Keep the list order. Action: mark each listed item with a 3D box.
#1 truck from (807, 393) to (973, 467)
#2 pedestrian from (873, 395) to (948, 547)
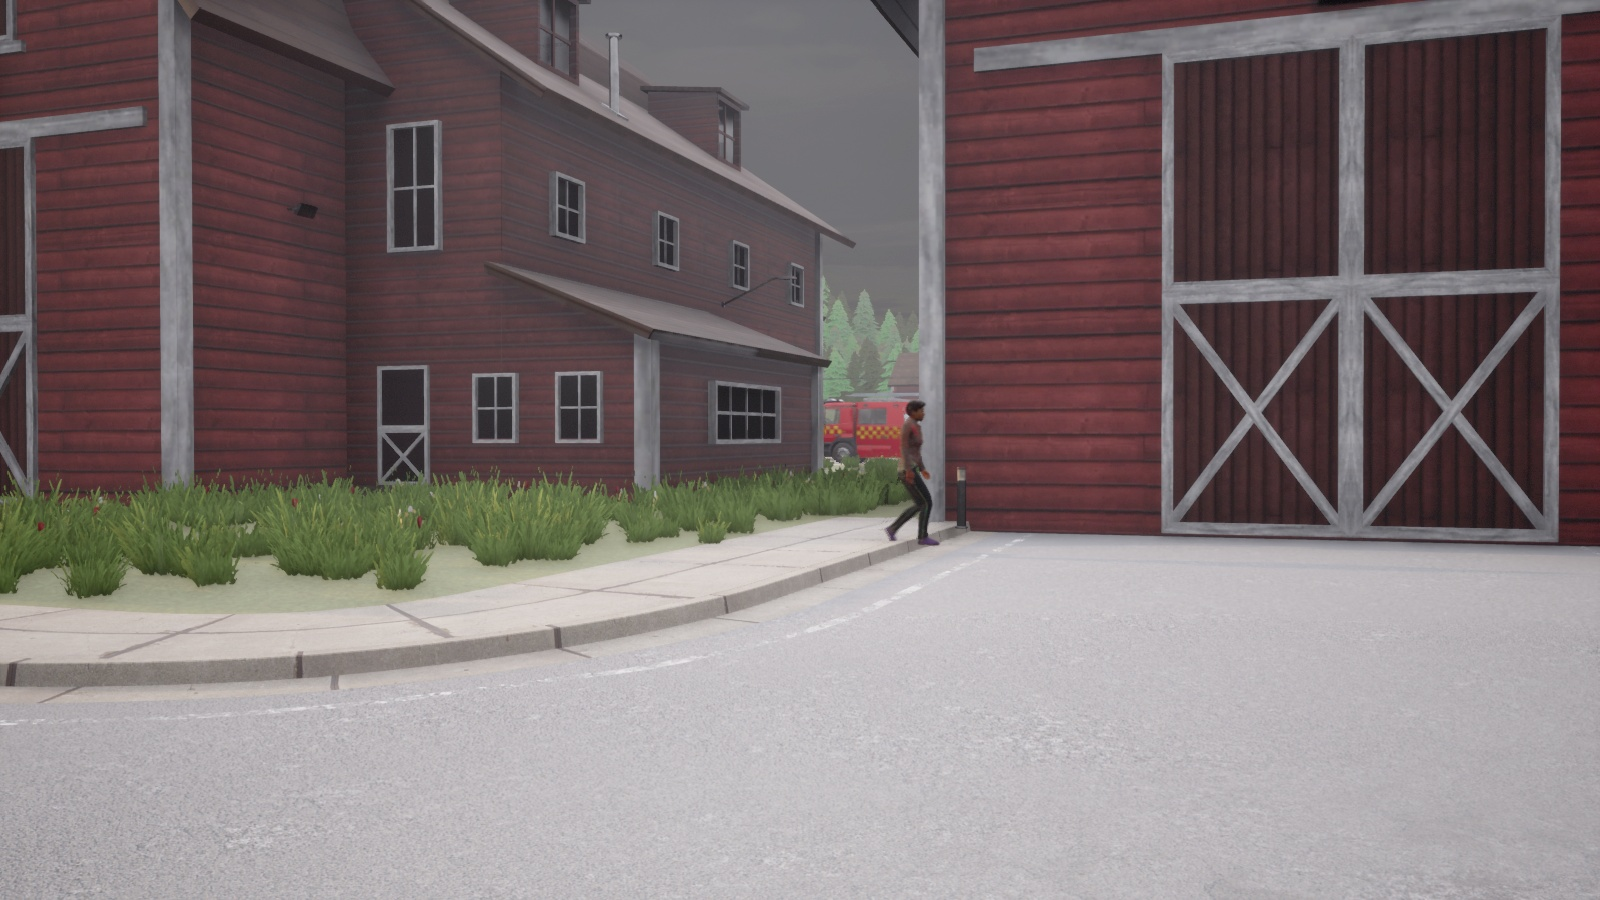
[{"bbox_3d":[4.845,-1.095,67.921,8.468,3.827,2.891,1,1,19],"label":"truck"},{"bbox_3d":[1.341,0.246,15.222,0.869,1.805,0.328,0,1,12],"label":"pedestrian"}]
